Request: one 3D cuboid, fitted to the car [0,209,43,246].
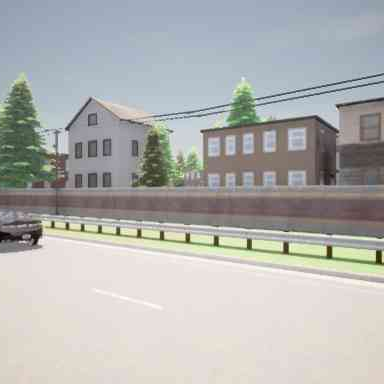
[{"bbox_3d":[-8.269,1.492,14.066,4.902,1.511,2.128,0,0,36],"label":"car"}]
